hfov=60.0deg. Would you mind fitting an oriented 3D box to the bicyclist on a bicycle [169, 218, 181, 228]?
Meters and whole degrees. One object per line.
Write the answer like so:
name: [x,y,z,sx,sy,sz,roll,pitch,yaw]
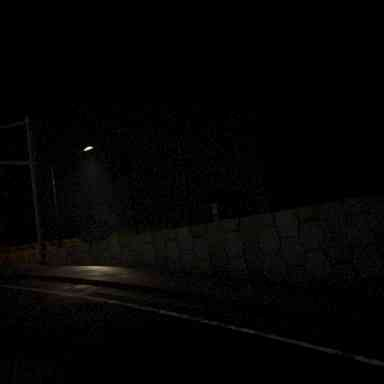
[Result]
bicyclist on a bicycle: [-1.338,2.917,27.294,1.656,1.620,0.582,-14,-8,36]
